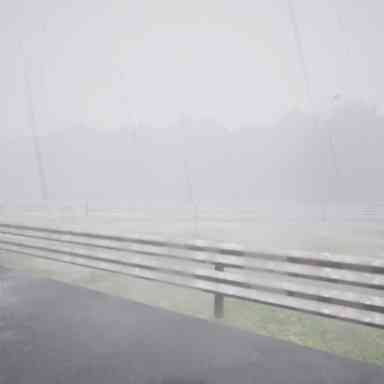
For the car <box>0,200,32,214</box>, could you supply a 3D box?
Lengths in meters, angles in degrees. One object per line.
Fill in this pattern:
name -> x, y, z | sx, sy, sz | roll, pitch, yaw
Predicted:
car -> -20.577, 1.690, 38.034 | 4.674, 1.442, 1.812 | 0, 0, 17
